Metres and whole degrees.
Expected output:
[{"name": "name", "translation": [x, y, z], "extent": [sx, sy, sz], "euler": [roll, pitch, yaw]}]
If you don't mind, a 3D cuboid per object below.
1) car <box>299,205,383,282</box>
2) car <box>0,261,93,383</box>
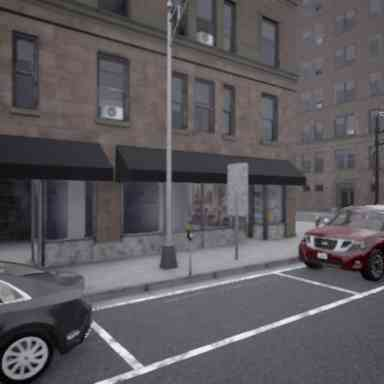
[{"name": "car", "translation": [5.417, 1.335, 10.051], "extent": [5.009, 1.841, 2.192], "euler": [0, 0, -35]}, {"name": "car", "translation": [-3.397, 1.549, 3.766], "extent": [4.403, 1.369, 2.008], "euler": [0, 0, -35]}]
